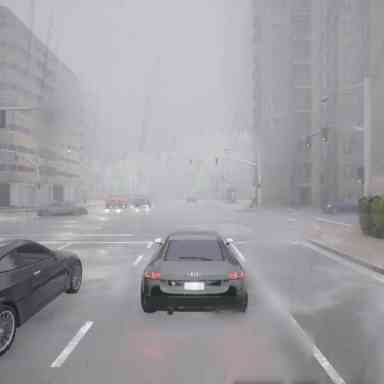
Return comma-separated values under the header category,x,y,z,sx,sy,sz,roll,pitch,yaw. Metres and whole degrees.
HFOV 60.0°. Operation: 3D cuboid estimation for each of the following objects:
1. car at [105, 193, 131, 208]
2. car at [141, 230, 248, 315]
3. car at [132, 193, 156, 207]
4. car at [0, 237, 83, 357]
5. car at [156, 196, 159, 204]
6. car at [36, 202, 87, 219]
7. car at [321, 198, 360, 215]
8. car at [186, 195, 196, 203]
category,x,y,z,sx,sy,sz,roll,pitch,yaw
car,-10.698,1.221,47.506,2.150,2.045,5.566,0,0,0
car,0.049,1.564,7.650,1.994,1.385,4.181,0,0,0
car,-7.203,1.221,50.638,2.150,2.045,5.566,0,0,0
car,-3.460,1.526,5.848,1.812,1.442,4.674,0,0,0
car,-7.193,1.491,60.662,2.128,1.511,4.902,0,0,0
car,-11.461,1.564,29.430,4.181,1.385,1.994,0,0,-26
car,15.514,1.352,33.689,4.553,1.767,2.097,0,0,1
car,-0.150,1.355,72.566,2.097,1.767,4.553,0,0,0
